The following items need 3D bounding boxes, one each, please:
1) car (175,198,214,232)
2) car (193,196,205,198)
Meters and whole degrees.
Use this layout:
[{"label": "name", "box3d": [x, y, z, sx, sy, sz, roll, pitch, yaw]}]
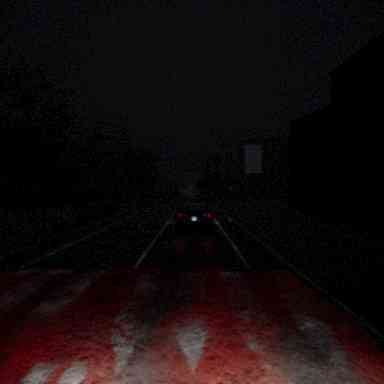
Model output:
[{"label": "car", "box3d": [0.109, 1.308, 18.455, 2.163, 1.488, 4.792, 0, 1, 0]}, {"label": "car", "box3d": [0.748, 1.169, 34.789, 2.033, 1.411, 5.357, 0, 1, 5]}]
